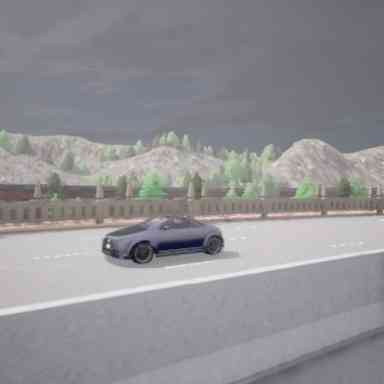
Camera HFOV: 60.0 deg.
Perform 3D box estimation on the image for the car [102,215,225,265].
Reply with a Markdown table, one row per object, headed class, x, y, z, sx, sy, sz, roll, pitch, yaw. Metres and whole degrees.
| class | x | y | z | sx | sy | sz | roll | pitch | yaw |
| --- | --- | --- | --- | --- | --- | --- | --- | --- | --- |
| car | -0.916 | 1.504 | 11.472 | 4.181 | 1.385 | 1.994 | 0 | 0 | -32 |
